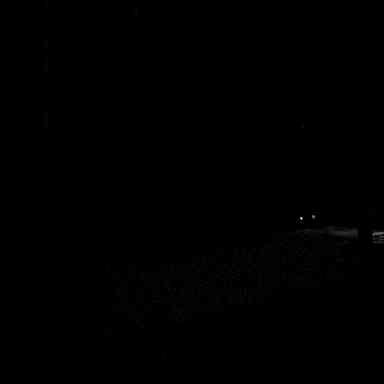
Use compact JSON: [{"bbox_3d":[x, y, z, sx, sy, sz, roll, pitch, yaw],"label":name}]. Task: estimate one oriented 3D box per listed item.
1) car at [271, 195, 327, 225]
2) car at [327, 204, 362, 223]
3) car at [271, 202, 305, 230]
[{"bbox_3d":[6.050,1.207,23.151,2.150,2.045,5.566,0,0,-35],"label":"car"},{"bbox_3d":[11.050,1.578,25.586,1.947,1.339,4.313,0,0,-35],"label":"car"},{"bbox_3d":[4.512,1.538,20.930,1.947,1.339,4.313,0,0,-35],"label":"car"}]
